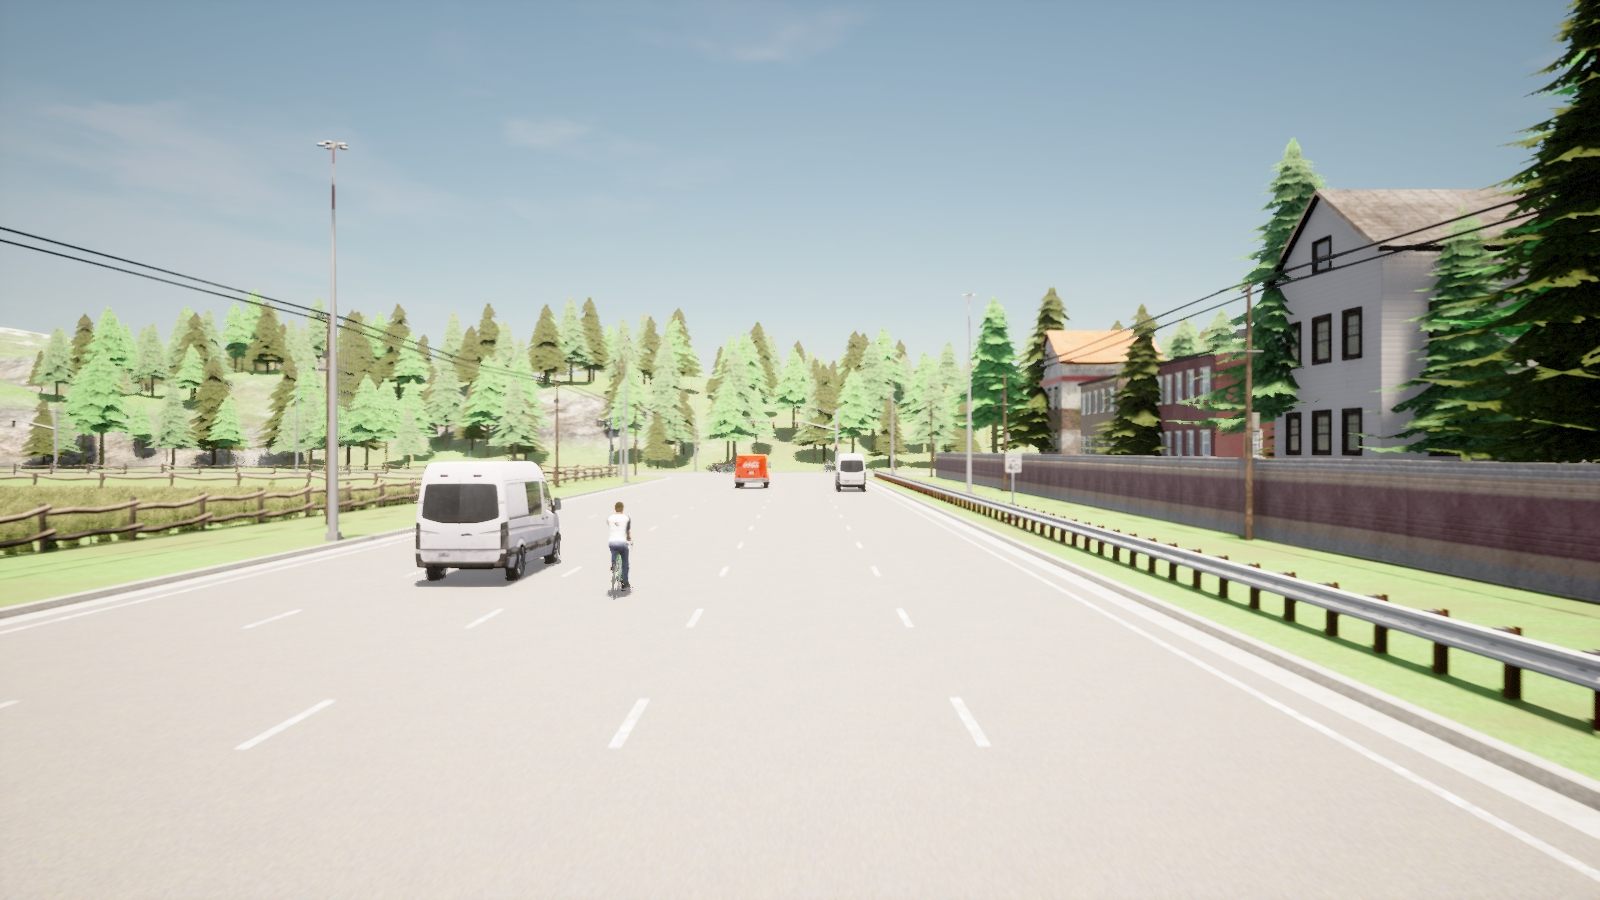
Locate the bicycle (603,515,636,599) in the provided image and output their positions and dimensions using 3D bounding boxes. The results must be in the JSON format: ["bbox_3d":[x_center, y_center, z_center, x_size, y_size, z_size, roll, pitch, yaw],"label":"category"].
[{"bbox_3d":[-3.500,2.056,22.246,0.373,1.496,1.643,0,0,0],"label":"bicycle"}]

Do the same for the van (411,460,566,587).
[{"bbox_3d":[-6.997,1.534,26.402,1.988,2.561,5.915,0,0,0],"label":"van"}]
